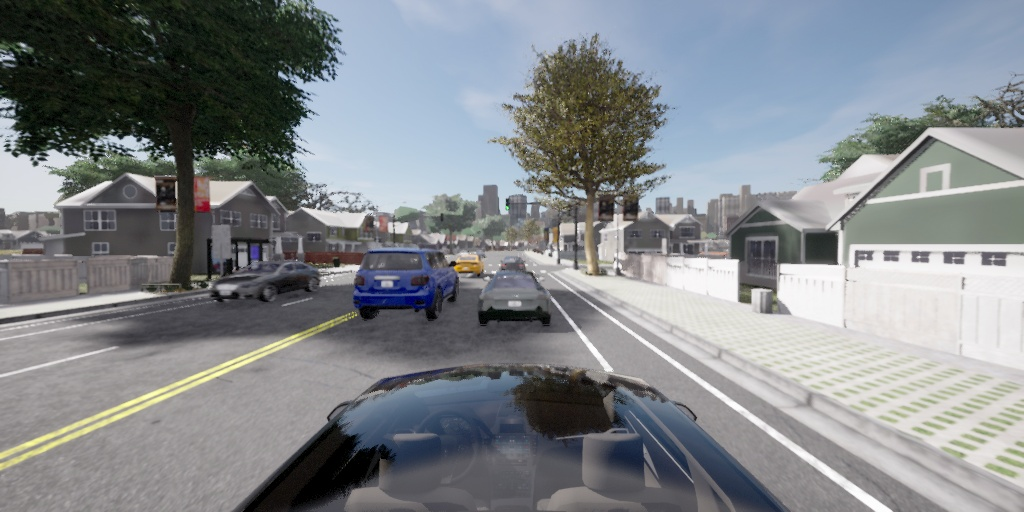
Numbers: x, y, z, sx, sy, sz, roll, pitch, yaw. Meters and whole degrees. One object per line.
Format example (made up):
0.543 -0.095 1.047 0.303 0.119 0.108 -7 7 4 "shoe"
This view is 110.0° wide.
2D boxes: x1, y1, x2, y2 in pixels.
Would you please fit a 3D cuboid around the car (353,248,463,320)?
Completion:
-3.169 0.748 11.796 2.150 2.045 5.566 0 1 0 "car"

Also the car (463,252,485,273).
-3.171 0.663 27.235 1.882 1.535 5.008 0 1 0 "car"

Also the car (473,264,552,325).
0.075 1.111 10.911 1.994 1.385 4.181 0 1 0 "car"

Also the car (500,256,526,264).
0.079 0.725 26.603 1.812 1.442 4.674 0 1 0 "car"

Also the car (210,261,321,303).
-9.836 0.955 14.759 2.128 1.511 4.902 0 1 0 "car"
